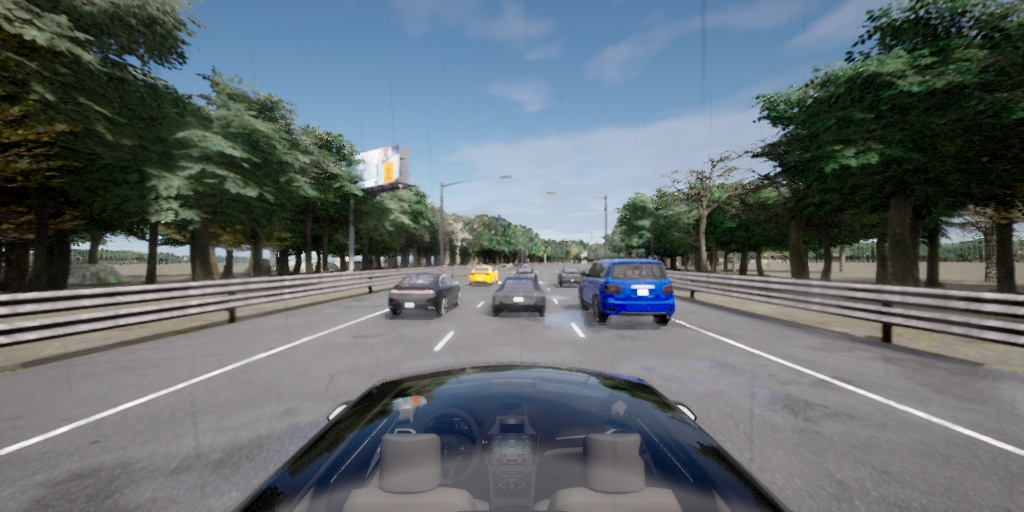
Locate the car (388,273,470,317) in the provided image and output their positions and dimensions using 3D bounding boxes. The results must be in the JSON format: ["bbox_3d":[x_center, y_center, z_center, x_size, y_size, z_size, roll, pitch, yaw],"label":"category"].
[{"bbox_3d":[-3.195,1.405,13.975,2.128,1.511,4.902,0,-1,3],"label":"car"}]

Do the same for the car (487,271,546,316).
[{"bbox_3d":[0.323,1.485,14.262,1.994,1.385,4.181,0,-1,3],"label":"car"}]

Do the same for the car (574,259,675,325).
[{"bbox_3d":[3.744,1.123,12.611,2.150,2.045,5.566,0,-1,3],"label":"car"}]

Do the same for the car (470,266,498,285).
[{"bbox_3d":[-2.289,1.613,30.111,1.882,1.535,5.008,0,0,5],"label":"car"}]

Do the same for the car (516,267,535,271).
[{"bbox_3d":[1.102,1.610,28.685,2.128,1.511,4.902,0,-1,5],"label":"car"}]

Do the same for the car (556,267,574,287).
[{"bbox_3d":[4.597,1.610,28.474,2.128,1.511,4.902,0,-1,5],"label":"car"}]
